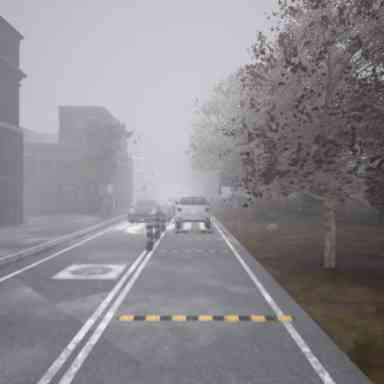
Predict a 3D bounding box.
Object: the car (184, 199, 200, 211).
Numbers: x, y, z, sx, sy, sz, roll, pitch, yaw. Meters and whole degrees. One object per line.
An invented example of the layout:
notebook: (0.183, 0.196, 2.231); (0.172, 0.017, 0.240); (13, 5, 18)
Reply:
car: (-0.025, 1.536, 40.658); (1.895, 1.301, 4.718); (0, 0, 0)

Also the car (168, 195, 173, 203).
car: (-3.625, 1.353, 65.573); (1.812, 1.442, 4.674); (0, 0, 0)

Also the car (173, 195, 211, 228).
car: (0.059, 1.207, 22.381); (2.150, 2.045, 5.566); (0, 0, 0)

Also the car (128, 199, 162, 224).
car: (-3.397, 1.316, 24.817); (2.097, 1.767, 4.553); (0, 0, 0)
